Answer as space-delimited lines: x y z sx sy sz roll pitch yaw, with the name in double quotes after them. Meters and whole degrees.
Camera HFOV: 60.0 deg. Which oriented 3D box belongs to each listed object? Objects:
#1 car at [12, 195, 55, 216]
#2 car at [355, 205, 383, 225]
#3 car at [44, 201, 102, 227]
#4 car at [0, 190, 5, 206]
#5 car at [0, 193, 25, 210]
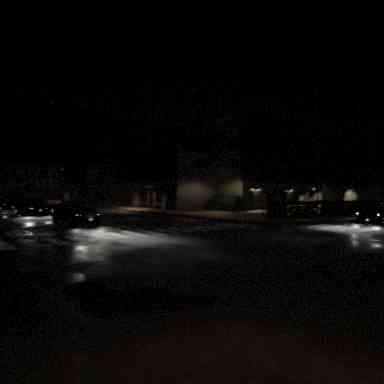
-14.129 1.257 29.507 1.837 1.490 4.892 1 0 -40 "car"
14.331 1.691 25.373 4.718 1.301 1.895 1 0 -40 "car"
-7.587 1.340 21.668 2.128 1.511 4.902 1 0 -40 "car"
-27.534 0.775 45.709 2.150 2.045 5.566 1 0 -41 "car"
-20.715 1.202 37.429 2.033 1.411 5.357 1 0 -40 "car"
